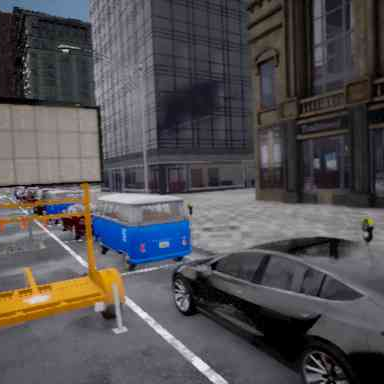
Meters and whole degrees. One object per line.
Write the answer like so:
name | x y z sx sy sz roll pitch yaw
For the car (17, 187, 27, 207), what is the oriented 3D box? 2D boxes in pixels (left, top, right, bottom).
car | -15.957 0.458 33.645 2.192 1.841 5.009 -5 3 -30

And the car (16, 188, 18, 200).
car | -18.822 0.484 38.514 1.967 1.590 4.097 -5 3 -30

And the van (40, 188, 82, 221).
van | -7.342 0.770 19.055 1.690 1.788 3.998 -5 3 -30

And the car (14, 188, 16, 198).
car | -24.558 0.426 48.249 1.802 1.307 4.206 -5 3 -30

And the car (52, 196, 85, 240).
car | -4.460 1.067 14.202 1.887 1.381 4.507 -5 3 -30

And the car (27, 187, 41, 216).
car | -10.214 0.650 23.918 2.192 1.841 5.009 -5 3 -30

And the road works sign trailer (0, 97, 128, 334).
road works sign trailer | -2.687 0.307 5.471 2.380 3.560 2.880 -4 3 -31

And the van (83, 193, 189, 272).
van | -1.600 0.958 9.328 1.690 1.788 3.998 -5 3 -30

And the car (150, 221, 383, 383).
car | 1.284 1.276 4.476 1.947 1.339 4.313 -5 3 -30
